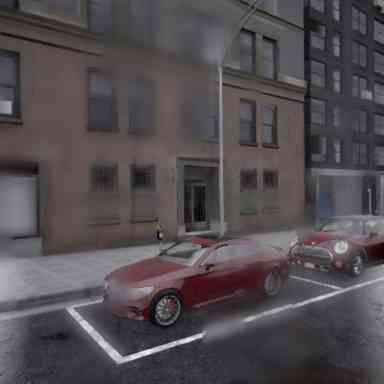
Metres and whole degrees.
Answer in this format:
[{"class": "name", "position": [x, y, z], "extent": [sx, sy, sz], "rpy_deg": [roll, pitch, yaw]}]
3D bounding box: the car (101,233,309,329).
[{"class": "car", "position": [0.275, 1.578, 6.855], "extent": [4.206, 1.307, 1.802], "rpy_deg": [0, -1, -35]}]

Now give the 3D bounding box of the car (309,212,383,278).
[{"class": "car", "position": [4.756, 1.432, 10.053], "extent": [4.097, 1.590, 1.967], "rpy_deg": [0, -1, -35]}]
